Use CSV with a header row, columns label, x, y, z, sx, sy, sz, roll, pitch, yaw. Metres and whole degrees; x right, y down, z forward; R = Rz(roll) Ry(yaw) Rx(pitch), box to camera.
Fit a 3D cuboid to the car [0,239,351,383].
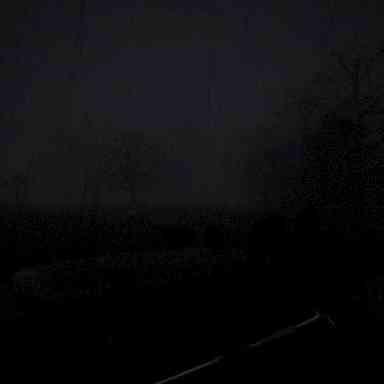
label,x,y,z,sx,sy,sz,roll,pitch,yaw
car,-0.857,1.352,2.460,4.553,1.767,2.097,0,0,-35
